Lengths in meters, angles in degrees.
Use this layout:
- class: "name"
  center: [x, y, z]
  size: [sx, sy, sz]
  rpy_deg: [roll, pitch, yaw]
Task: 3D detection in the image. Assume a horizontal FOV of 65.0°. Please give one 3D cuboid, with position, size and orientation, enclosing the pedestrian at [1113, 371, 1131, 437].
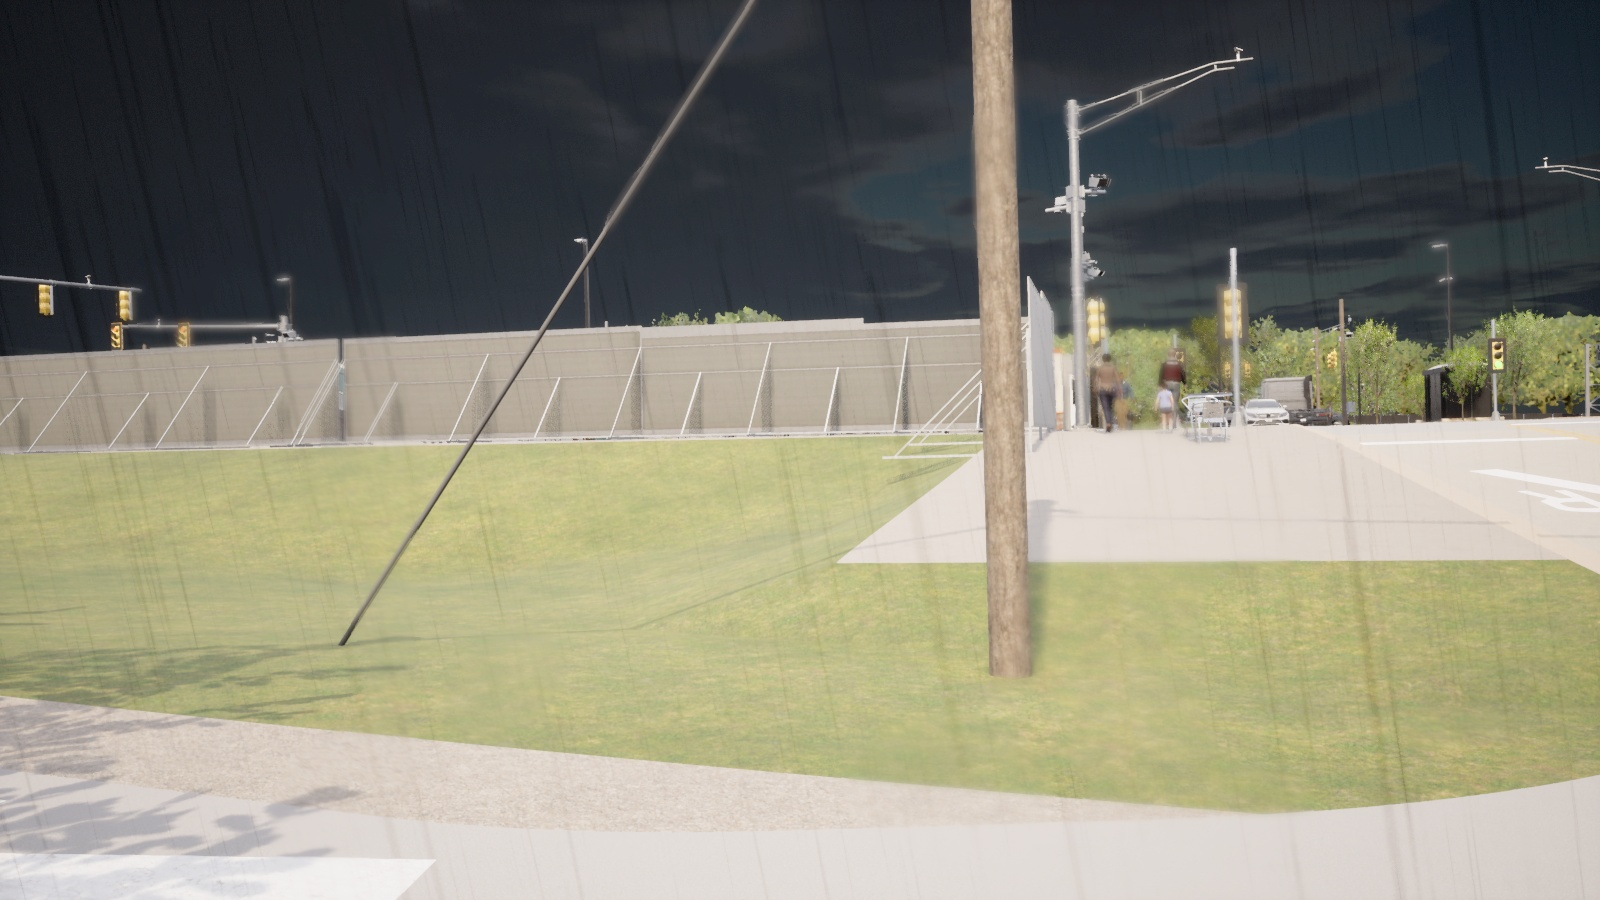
- class: "pedestrian"
  center: [9.552, -1.351, 37.251]
  size: [0.423, 1.949, 0.788]
  rpy_deg: [-1, 0, 17]

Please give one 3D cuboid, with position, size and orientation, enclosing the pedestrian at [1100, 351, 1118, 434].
- class: "pedestrian"
  center: [6.865, -1.258, 27.884]
  size: [0.328, 1.805, 0.869]
  rpy_deg: [-1, 0, 15]

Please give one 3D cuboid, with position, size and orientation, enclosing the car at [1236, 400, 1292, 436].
- class: "car"
  center: [20.675, -1.396, 56.104]
  size: [1.812, 1.442, 4.674]
  rpy_deg: [-1, 0, 14]

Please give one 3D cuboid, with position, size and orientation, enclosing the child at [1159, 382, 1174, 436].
- class: "child"
  center: [7.668, -0.849, 26.249]
  size: [0.255, 1.110, 0.394]
  rpy_deg: [-1, 0, 20]

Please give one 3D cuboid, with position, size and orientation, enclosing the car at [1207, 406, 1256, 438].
- class: "car"
  center: [24.705, -1.590, 72.029]
  size: [2.242, 1.667, 4.611]
  rpy_deg: [-1, 0, 14]

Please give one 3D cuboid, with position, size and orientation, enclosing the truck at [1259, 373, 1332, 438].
- class: "truck"
  center: [28.995, -2.507, 73.826]
  size: [2.891, 3.462, 7.936]
  rpy_deg: [-1, 0, 14]

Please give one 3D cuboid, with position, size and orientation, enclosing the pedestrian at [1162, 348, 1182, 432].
- class: "pedestrian"
  center: [8.405, -1.345, 28.368]
  size: [0.376, 1.854, 0.720]
  rpy_deg: [-1, 0, 17]
